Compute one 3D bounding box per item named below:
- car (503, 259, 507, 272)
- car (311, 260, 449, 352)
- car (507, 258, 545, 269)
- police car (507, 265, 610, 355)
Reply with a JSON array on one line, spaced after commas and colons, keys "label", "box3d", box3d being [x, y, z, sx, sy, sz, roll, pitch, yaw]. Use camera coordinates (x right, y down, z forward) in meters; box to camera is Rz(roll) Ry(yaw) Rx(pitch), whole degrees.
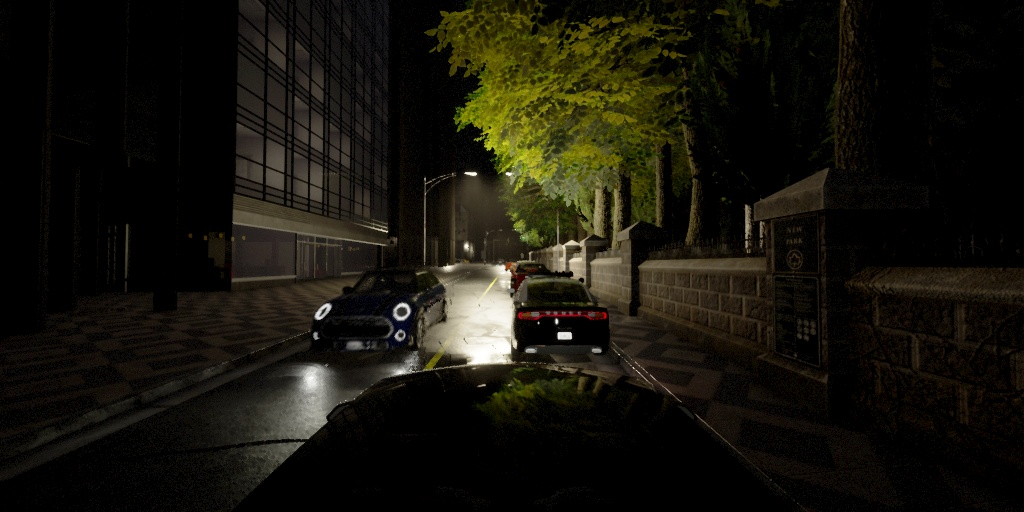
[{"label": "car", "box3d": [0.205, 1.128, 47.407, 2.097, 1.767, 4.553, 0, 0, 1]}, {"label": "car", "box3d": [-2.975, 1.104, 9.030, 2.097, 1.767, 4.553, 0, 0, 0]}, {"label": "car", "box3d": [0.957, 1.105, 18.664, 2.097, 1.767, 4.553, 0, 0, 0]}, {"label": "police car", "box3d": [0.924, 1.177, 8.802, 1.930, 1.638, 5.238, 0, 0, 0]}]
